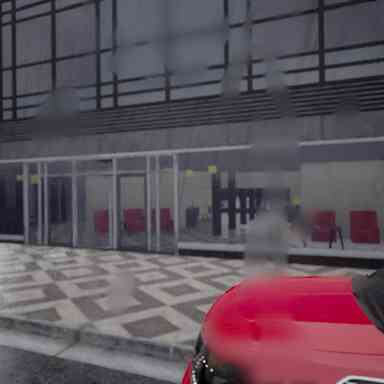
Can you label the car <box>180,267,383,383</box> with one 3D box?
[{"bbox_3d":[2.653,1.223,2.214,5.566,2.045,2.150,0,0,20],"label":"car"}]
